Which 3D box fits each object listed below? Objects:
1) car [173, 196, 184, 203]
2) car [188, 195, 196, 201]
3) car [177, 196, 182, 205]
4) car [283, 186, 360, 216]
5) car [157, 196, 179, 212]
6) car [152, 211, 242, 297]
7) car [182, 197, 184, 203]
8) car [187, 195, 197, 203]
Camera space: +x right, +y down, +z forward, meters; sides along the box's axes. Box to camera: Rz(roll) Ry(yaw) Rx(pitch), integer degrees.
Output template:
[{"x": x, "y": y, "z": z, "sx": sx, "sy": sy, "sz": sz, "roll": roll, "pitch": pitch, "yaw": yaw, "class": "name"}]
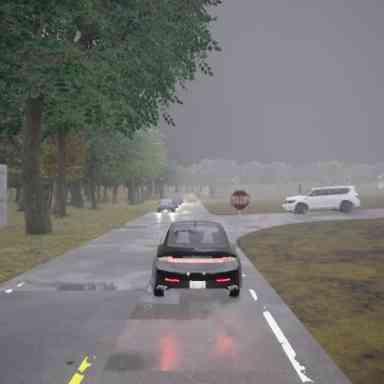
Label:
[{"x": -2.766, "y": 1.571, "z": 70.621, "sx": 2.033, "sy": 1.411, "sz": 5.357, "roll": 0, "pitch": 0, "yaw": 0, "class": "car"}, {"x": -0.018, "y": 1.391, "z": 80.395, "sx": 1.812, "sy": 1.442, "sz": 4.674, "roll": 0, "pitch": 0, "yaw": 0, "class": "car"}, {"x": -2.842, "y": 1.513, "z": 47.607, "sx": 1.837, "sy": 1.490, "sz": 4.892, "roll": 0, "pitch": 0, "yaw": 0, "class": "car"}, {"x": 9.940, "y": 0.635, "z": 25.733, "sx": 5.566, "sy": 2.045, "sz": 2.150, "roll": -3, "pitch": 1, "yaw": 3, "class": "car"}, {"x": -2.853, "y": 1.526, "z": 38.193, "sx": 1.812, "sy": 1.442, "sz": 4.674, "roll": 0, "pitch": 0, "yaw": 0, "class": "car"}, {"x": 0.092, "y": 1.486, "z": 8.534, "sx": 2.128, "sy": 1.511, "sz": 4.902, "roll": 0, "pitch": 0, "yaw": 0, "class": "car"}, {"x": -2.803, "y": 1.622, "z": 57.794, "sx": 1.895, "sy": 1.301, "sz": 4.718, "roll": 0, "pitch": 0, "yaw": 1, "class": "car"}, {"x": -0.016, "y": 1.503, "z": 69.974, "sx": 1.882, "sy": 1.535, "sz": 5.008, "roll": 0, "pitch": 0, "yaw": 0, "class": "car"}]
